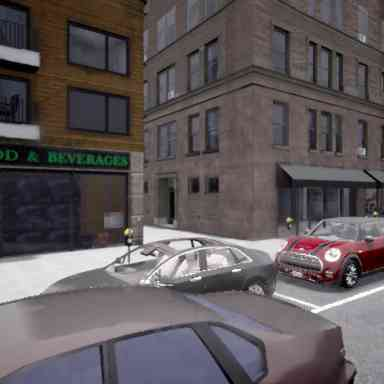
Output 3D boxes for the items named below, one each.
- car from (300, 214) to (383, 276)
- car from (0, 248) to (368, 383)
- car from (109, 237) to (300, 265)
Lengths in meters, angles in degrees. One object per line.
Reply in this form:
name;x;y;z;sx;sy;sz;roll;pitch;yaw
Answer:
car;4.146;1.442;9.115;4.097;1.590;1.967;0;0;-35
car;-0.971;1.547;2.378;5.357;1.411;2.033;0;0;-35
car;-0.357;1.551;5.924;4.403;1.369;2.008;0;0;-35
